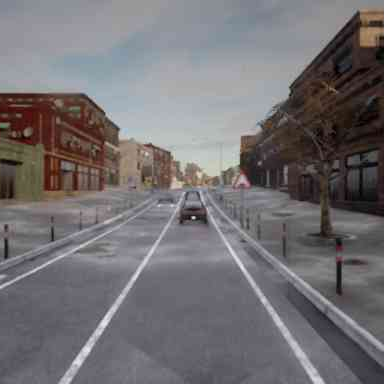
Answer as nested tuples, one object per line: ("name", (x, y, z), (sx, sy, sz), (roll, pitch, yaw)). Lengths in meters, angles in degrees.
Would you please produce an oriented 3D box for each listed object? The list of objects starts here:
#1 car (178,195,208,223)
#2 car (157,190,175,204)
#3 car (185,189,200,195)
("car", (0.094, 1.262, 23.528), (1.837, 1.490, 4.892), (0, 3, 0))
("car", (-3.104, 0.583, 40.725), (1.837, 1.490, 4.892), (0, 3, 0))
("car", (0.085, 0.455, 41.692), (2.033, 1.649, 4.856), (0, 3, 0))
